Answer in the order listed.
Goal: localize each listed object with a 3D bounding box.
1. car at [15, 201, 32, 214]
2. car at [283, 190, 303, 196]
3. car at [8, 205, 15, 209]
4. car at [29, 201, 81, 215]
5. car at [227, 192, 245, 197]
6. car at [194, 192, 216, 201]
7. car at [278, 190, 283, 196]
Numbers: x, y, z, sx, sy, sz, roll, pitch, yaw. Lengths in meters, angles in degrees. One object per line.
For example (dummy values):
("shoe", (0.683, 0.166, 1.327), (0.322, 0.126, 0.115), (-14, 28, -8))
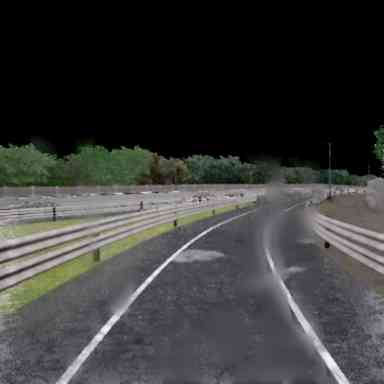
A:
("car", (-17.216, 1.747, 38.487), (2.128, 1.511, 4.902), (1, 2, 42))
("car", (24.445, 0.315, 79.223), (2.033, 1.411, 5.357), (1, 2, 42))
("car", (-19.791, 1.812, 40.860), (1.895, 1.301, 4.718), (1, 2, 42))
("car", (-14.605, 1.870, 36.159), (1.895, 1.301, 4.718), (1, 2, 42))
("car", (9.875, 0.650, 73.577), (1.895, 1.301, 4.718), (1, 2, 42))
("car", (2.374, 0.755, 60.089), (2.097, 1.767, 4.553), (1, 2, 42))
("car", (23.198, 0.198, 83.059), (1.837, 1.490, 4.892), (1, 2, 42))
